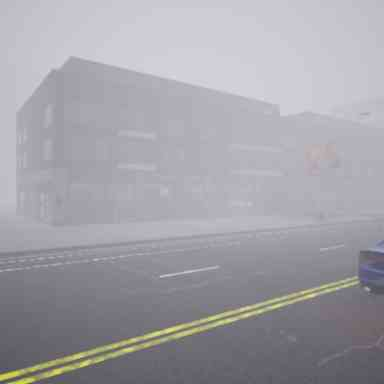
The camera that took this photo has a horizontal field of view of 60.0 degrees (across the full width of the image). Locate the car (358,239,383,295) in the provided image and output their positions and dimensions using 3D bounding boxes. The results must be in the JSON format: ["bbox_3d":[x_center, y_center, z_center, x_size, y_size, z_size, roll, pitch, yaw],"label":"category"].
[{"bbox_3d":[5.789,1.516,7.619,5.008,1.535,1.882,0,0,-36],"label":"car"}]
